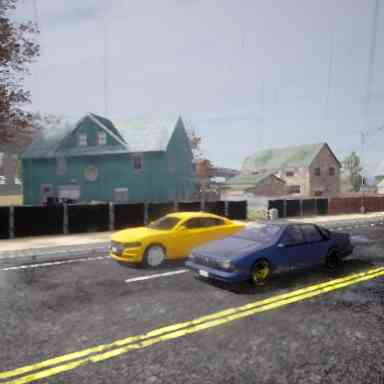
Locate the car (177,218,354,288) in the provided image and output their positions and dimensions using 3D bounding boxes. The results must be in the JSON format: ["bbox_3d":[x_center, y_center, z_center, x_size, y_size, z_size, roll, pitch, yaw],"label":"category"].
[{"bbox_3d":[2.448,1.528,9.423,5.357,1.411,2.033,0,0,-36],"label":"car"}]

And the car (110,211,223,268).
[{"bbox_3d":[-0.292,1.461,11.461,5.008,1.535,1.882,0,0,-35],"label":"car"}]
